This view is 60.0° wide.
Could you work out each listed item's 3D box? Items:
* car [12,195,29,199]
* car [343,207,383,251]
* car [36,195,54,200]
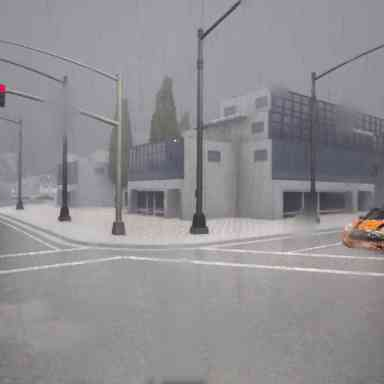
[{"bbox_3d":[-44.068,1.470,84.137,4.718,1.301,1.895,0,0,1],"label":"car"},{"bbox_3d":[8.219,1.391,13.756,4.553,1.767,2.097,0,0,-37],"label":"car"},{"bbox_3d":[-38.246,1.466,86.653,4.181,1.385,1.994,0,0,6],"label":"car"}]
